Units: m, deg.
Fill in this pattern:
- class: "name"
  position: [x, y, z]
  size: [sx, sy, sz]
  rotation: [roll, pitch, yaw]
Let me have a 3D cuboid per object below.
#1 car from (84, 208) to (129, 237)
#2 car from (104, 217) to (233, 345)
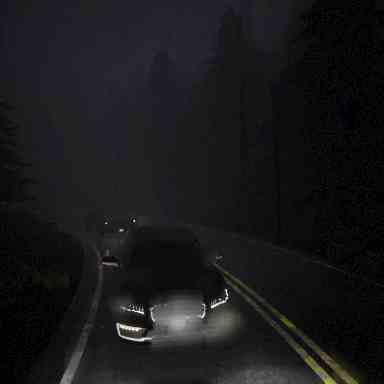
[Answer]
- class: "car"
  position: [-4.614, 1.608, 18.505]
  size: [1.895, 1.301, 4.718]
  rotation: [-3, 1, -29]
- class: "car"
  position: [-0.639, 1.494, 6.766]
  size: [1.837, 1.490, 4.892]
  rotation: [-1, 0, -11]
